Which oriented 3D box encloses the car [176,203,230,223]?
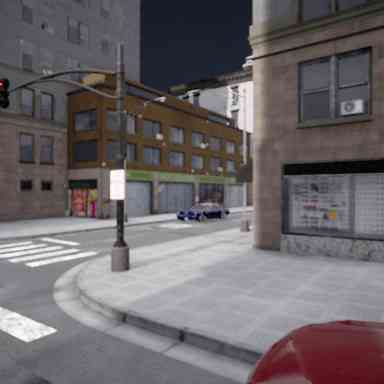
[{"bbox_3d":[0.874,1.508,24.528,1.895,1.301,4.718,0,0,35],"label":"car"}]

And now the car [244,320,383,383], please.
[{"bbox_3d":[2.484,1.314,1.050,5.009,1.841,2.192,0,0,35],"label":"car"}]
